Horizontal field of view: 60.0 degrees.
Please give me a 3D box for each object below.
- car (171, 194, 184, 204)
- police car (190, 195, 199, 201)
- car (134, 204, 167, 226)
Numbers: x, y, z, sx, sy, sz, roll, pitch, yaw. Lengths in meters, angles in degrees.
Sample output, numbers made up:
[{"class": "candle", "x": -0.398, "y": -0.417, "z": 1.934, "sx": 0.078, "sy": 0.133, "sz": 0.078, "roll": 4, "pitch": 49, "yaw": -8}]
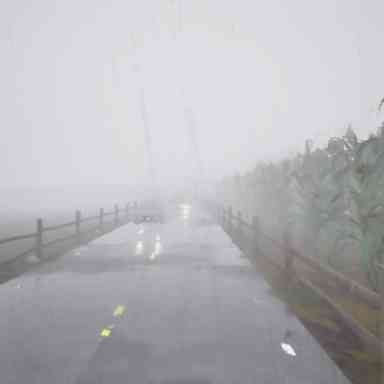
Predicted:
[{"class": "car", "x": -2.762, "y": 1.353, "z": 64.557, "sx": 2.150, "sy": 2.045, "sz": 5.566, "roll": 0, "pitch": 0, "yaw": 0}, {"class": "police car", "x": 0.827, "y": 1.661, "z": 89.088, "sx": 1.930, "sy": 1.638, "sz": 5.238, "roll": 0, "pitch": 0, "yaw": 0}, {"class": "car", "x": -2.849, "y": 1.574, "z": 23.681, "sx": 1.994, "sy": 1.385, "sz": 4.181, "roll": 0, "pitch": 0, "yaw": 0}]
